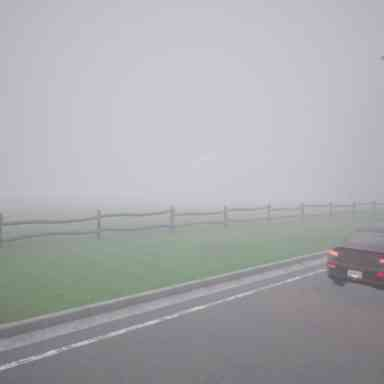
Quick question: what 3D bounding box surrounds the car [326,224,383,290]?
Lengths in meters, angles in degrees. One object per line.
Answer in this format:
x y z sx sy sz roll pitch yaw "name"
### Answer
5.119 1.525 8.335 4.674 1.442 1.812 0 0 -40 "car"
